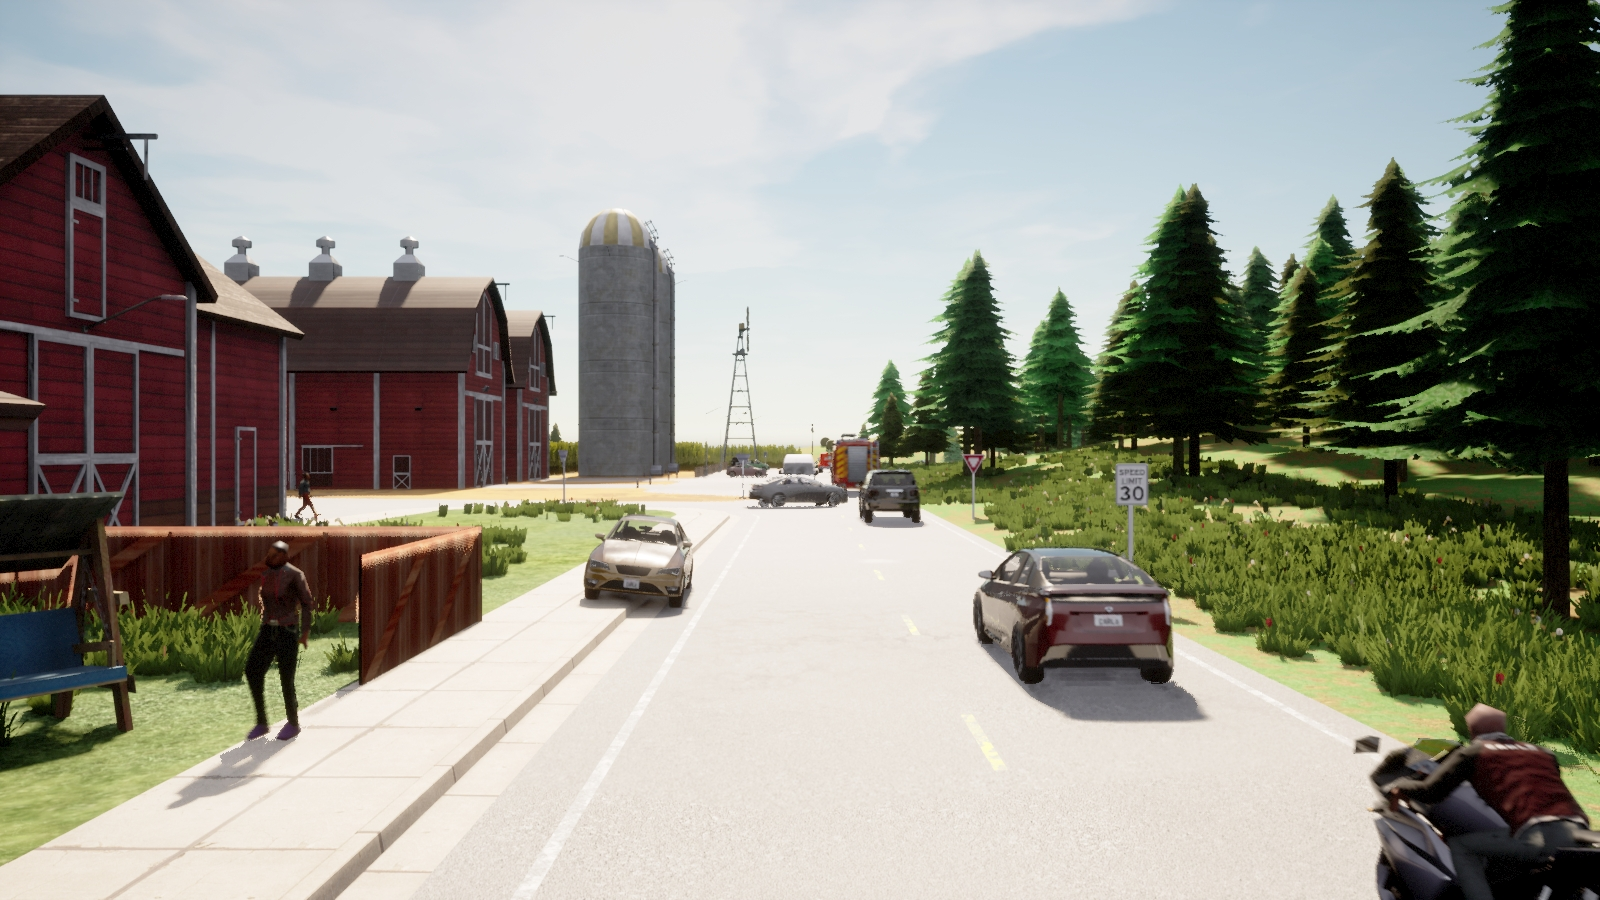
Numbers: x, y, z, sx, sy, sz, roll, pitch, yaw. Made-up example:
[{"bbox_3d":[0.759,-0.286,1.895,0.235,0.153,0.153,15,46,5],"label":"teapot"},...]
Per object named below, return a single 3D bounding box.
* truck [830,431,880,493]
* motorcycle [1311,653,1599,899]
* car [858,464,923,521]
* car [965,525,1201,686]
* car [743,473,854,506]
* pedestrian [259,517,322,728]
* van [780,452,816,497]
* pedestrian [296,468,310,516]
[{"bbox_3d":[3.560,0.750,75.640,2.891,3.827,8.468,0,0,0],"label":"truck"},{"bbox_3d":[3.527,1.961,5.809,0.867,1.460,2.209,0,0,0],"label":"motorcycle"},{"bbox_3d":[3.550,1.640,45.804,2.150,2.045,5.566,0,0,0],"label":"car"},{"bbox_3d":[3.519,1.900,15.151,2.007,1.525,4.514,0,0,0],"label":"car"},{"bbox_3d":[-0.085,1.868,54.988,4.902,1.511,2.128,1,0,-23],"label":"car"},{"bbox_3d":[-4.655,1.555,10.453,0.375,1.860,0.375,0,0,14],"label":"pedestrian"},{"bbox_3d":[-0.061,1.394,67.708,1.988,2.561,5.915,0,0,2],"label":"van"},{"bbox_3d":[-19.254,1.616,44.273,0.375,1.860,0.375,0,0,-4],"label":"pedestrian"}]
